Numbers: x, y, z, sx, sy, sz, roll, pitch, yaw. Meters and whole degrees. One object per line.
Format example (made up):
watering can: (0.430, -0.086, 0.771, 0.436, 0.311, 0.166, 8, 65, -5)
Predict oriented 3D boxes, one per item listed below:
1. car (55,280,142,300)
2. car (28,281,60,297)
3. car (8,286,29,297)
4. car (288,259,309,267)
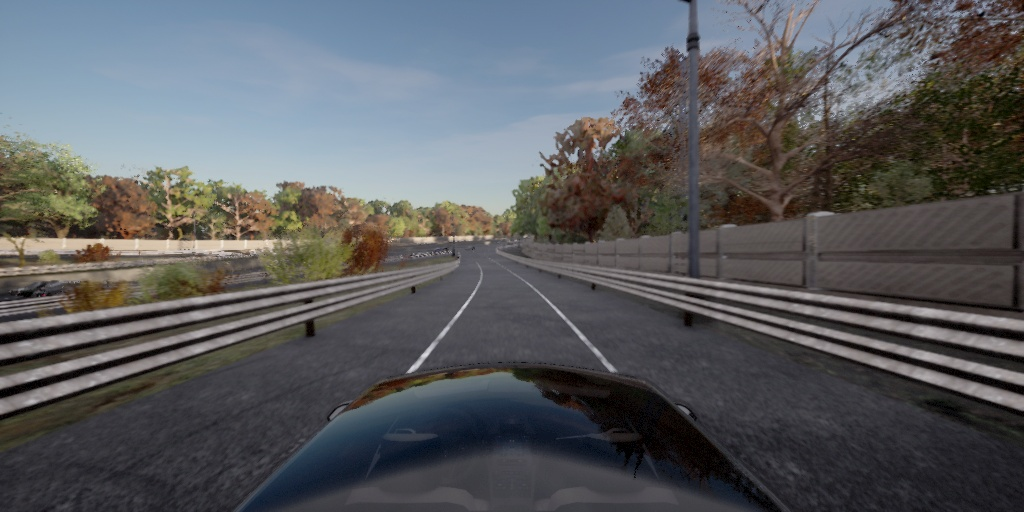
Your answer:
car: (-35.095, 2.941, 31.111, 2.128, 1.511, 4.902, 1, 4, 15)
car: (-38.485, 2.905, 31.982, 1.837, 1.490, 4.892, 1, 4, 15)
car: (-41.883, 2.949, 32.844, 1.895, 1.301, 4.718, 1, 4, 15)
car: (-31.790, 1.231, 56.227, 2.128, 1.511, 4.902, 1, 4, 16)
